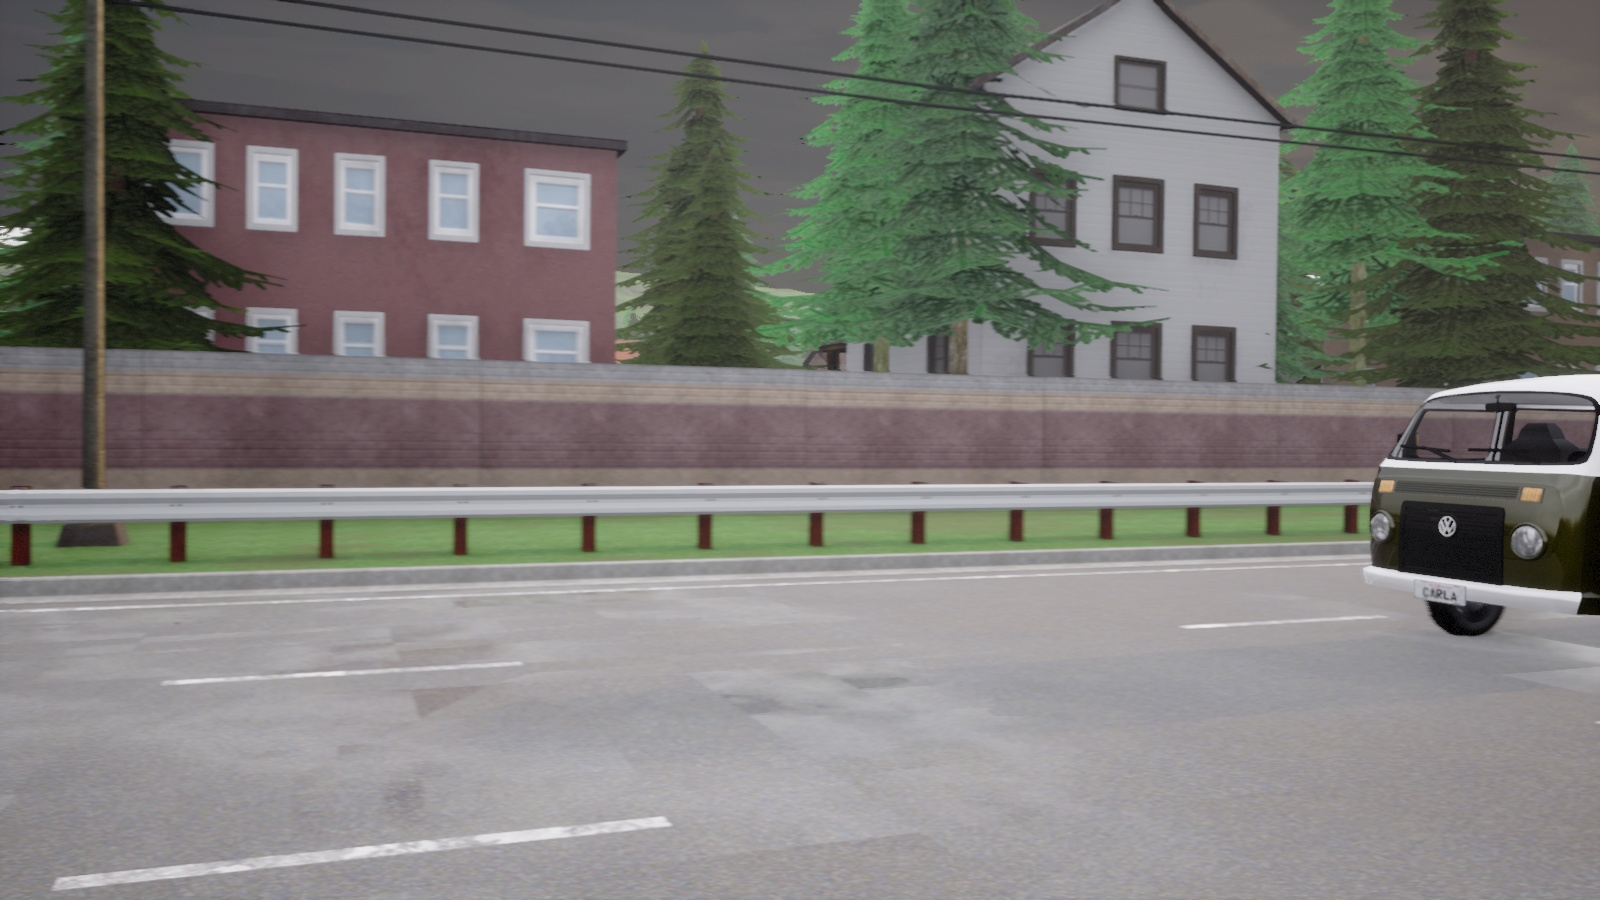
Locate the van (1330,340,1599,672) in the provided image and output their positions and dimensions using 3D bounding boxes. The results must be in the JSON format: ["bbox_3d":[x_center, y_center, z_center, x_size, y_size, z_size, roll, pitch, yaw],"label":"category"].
[{"bbox_3d":[6.526,0.301,9.456,4.480,2.038,2.069,-1,1,-21],"label":"van"}]
